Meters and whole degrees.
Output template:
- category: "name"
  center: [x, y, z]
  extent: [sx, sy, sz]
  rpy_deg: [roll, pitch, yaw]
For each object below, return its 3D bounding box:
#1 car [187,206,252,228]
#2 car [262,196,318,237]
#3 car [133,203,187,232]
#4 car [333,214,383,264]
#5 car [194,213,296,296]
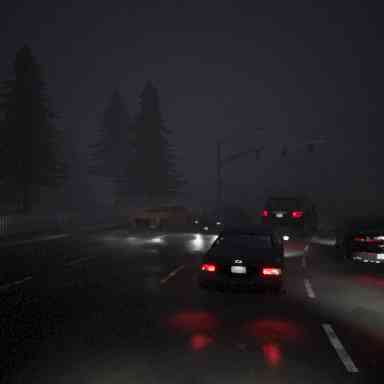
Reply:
- category: "car"
  center: [2.081, 1.548, 20.013]
  extent: [2.033, 1.411, 5.357]
  rpy_deg: [0, 0, 30]
- category: "car"
  center: [5.474, 1.222, 18.308]
  extent: [2.150, 2.045, 5.566]
  rpy_deg: [0, 0, 28]
- category: "car"
  center: [-1.618, 1.479, 20.422]
  extent: [1.882, 1.535, 5.008]
  rpy_deg: [0, 0, 28]
- category: "car"
  center: [6.093, 1.507, 11.423]
  extent: [1.837, 1.490, 4.892]
  rpy_deg: [0, 0, 20]
- category: "car"
  center: [1.539, 1.548, 8.858]
  extent: [2.033, 1.411, 5.357]
  rpy_deg: [0, 0, 15]
